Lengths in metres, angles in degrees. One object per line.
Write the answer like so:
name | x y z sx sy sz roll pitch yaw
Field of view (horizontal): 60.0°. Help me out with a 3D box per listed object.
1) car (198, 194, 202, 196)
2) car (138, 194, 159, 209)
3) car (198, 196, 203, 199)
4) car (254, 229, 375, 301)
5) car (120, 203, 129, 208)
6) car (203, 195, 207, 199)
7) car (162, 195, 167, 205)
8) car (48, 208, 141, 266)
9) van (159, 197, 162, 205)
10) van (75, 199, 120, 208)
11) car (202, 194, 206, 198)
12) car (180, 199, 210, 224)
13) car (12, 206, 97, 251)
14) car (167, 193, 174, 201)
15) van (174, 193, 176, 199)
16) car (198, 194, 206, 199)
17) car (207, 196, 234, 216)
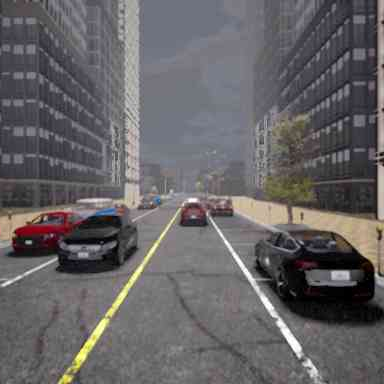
car | 2.722 1.209 76.422 1.967 1.590 4.097 0 0 0
car | -5.671 1.319 42.288 1.967 1.590 4.097 0 0 0
car | 0.115 1.480 42.005 1.895 1.301 4.718 0 0 0
car | 2.696 1.544 8.120 1.947 1.339 4.313 0 0 0
car | -5.678 1.512 25.212 1.802 1.307 4.206 0 0 0
car | 2.709 1.460 42.271 1.802 1.307 4.206 0 0 0
car | -5.667 1.408 53.673 1.947 1.339 4.313 0 0 0
car | -3.009 1.495 11.581 1.812 1.442 4.674 0 0 0
van | -5.668 1.202 47.980 1.690 1.788 3.998 0 0 0
van | -5.679 1.288 19.520 1.690 1.788 3.998 0 0 0
car | 2.711 1.385 48.133 1.752 1.417 4.829 0 0 0
car | 0.108 1.459 24.076 1.812 1.442 4.674 0 0 0
car | -5.682 1.508 13.827 1.887 1.381 4.507 0 0 0
car | -5.659 1.295 76.271 1.752 1.417 4.829 0 0 0
van | -5.654 1.071 87.825 1.690 1.788 3.998 0 0 0
car | 2.728 1.261 93.498 2.008 1.369 4.403 0 0 0
car | 2.706 1.354 30.886 1.967 1.590 4.097 0 0 0
